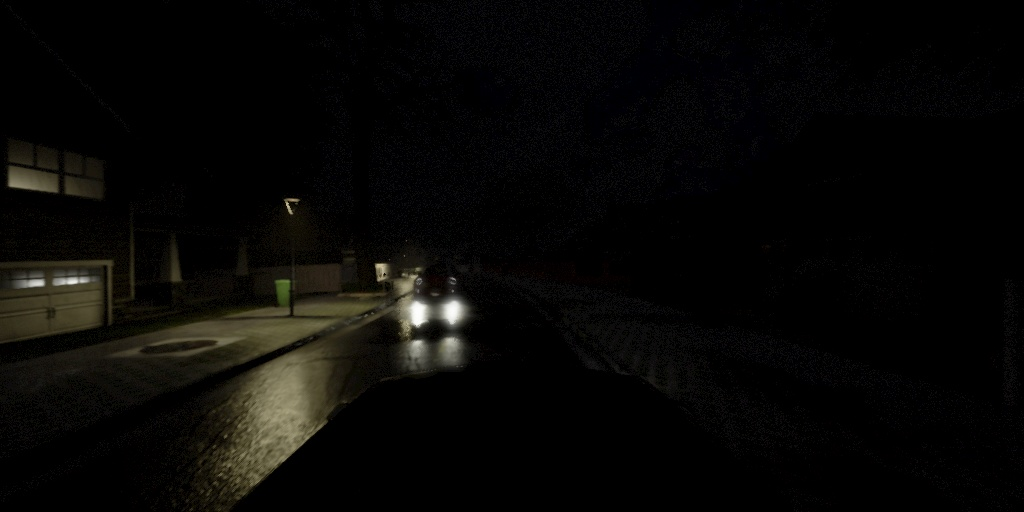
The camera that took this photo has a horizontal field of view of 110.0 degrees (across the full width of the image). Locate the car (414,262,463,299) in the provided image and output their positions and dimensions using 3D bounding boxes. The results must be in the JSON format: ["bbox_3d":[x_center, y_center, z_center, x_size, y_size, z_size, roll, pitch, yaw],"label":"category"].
[{"bbox_3d":[-3.703,1.205,18.654,2.097,1.767,4.553,0,0,-5],"label":"car"}]
